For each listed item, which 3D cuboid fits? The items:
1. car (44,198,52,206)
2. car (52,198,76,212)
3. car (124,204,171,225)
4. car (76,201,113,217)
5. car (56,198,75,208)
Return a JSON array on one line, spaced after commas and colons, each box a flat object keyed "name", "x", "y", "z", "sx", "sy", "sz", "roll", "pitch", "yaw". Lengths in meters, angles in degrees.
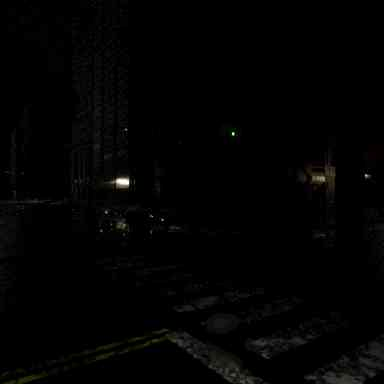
[{"name": "car", "x": -26.468, "y": 1.803, "z": 62.431, "sx": 2.128, "sy": 1.511, "sz": 4.902, "roll": 1, "pitch": -1, "yaw": -36}, {"name": "car", "x": -15.470, "y": 1.724, "z": 41.395, "sx": 2.033, "sy": 1.411, "sz": 5.357, "roll": 1, "pitch": -1, "yaw": -34}, {"name": "car", "x": -3.386, "y": 1.608, "z": 24.331, "sx": 1.812, "sy": 1.442, "sz": 4.674, "roll": 1, "pitch": -1, "yaw": -37}, {"name": "car", "x": -9.327, "y": 1.620, "z": 32.701, "sx": 2.128, "sy": 1.511, "sz": 4.902, "roll": 1, "pitch": -1, "yaw": -35}, {"name": "car", "x": -20.676, "y": 1.790, "z": 54.255, "sx": 1.812, "sy": 1.442, "sz": 4.674, "roll": 1, "pitch": -1, "yaw": -35}]
